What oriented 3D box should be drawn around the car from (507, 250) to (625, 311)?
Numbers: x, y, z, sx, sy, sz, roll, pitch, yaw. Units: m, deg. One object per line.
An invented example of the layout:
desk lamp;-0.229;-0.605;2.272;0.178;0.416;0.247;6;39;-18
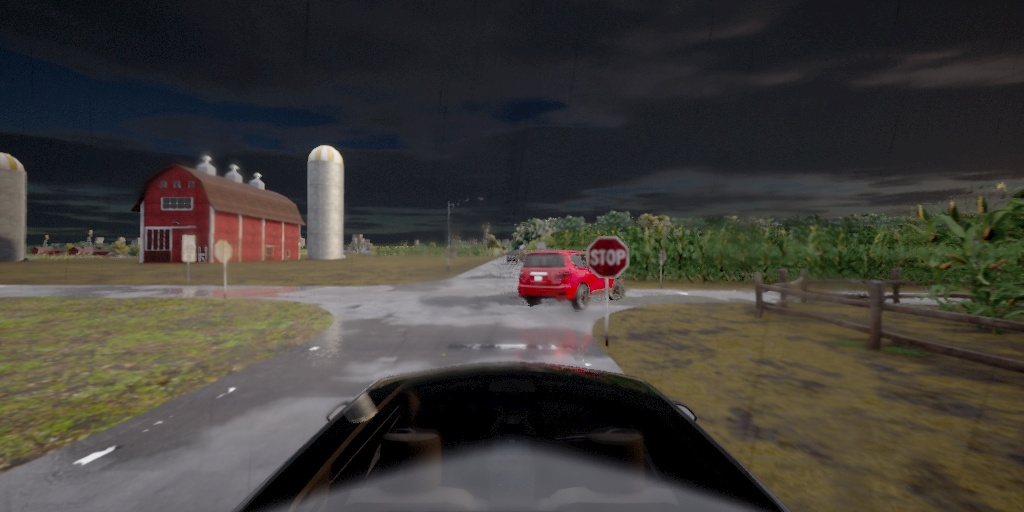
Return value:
car;2.451;0.827;13.963;2.150;2.045;5.566;-1;-1;36
